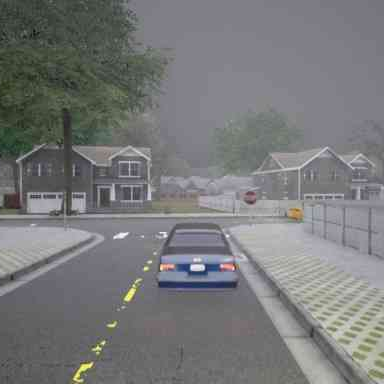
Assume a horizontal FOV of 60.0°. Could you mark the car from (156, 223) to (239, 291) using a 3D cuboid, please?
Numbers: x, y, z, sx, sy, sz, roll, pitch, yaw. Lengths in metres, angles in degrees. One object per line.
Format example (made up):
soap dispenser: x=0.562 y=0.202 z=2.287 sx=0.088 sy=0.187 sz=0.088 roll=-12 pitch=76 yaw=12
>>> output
car: x=0.123 y=1.551 z=9.126 sx=2.033 sy=1.411 sz=5.357 roll=0 pitch=0 yaw=0

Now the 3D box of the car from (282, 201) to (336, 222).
car: x=9.766 y=1.525 z=25.166 sx=5.008 sy=1.535 sz=1.882 roll=0 pitch=0 yaw=-12

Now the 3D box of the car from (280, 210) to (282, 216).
car: x=9.942 y=1.554 z=28.254 sx=4.892 sy=1.490 sz=1.837 roll=0 pitch=0 yaw=-12
